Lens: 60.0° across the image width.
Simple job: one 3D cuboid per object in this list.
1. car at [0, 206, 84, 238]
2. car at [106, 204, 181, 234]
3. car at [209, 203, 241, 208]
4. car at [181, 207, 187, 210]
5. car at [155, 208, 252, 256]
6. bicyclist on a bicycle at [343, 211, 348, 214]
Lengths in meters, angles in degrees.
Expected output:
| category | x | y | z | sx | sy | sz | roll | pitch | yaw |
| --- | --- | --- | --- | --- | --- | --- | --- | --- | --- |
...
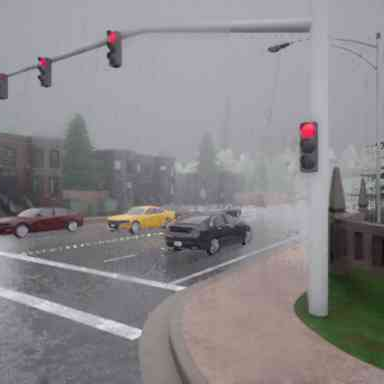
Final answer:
| category | x | y | z | sx | sy | sz | roll | pitch | yaw |
| --- | --- | --- | --- | --- | --- | --- | --- | --- | --- |
| car | -8.514 | 1.578 | 18.764 | 1.882 | 1.535 | 5.008 | 0 | -1 | 33 |
| car | -3.075 | 1.619 | 20.690 | 1.882 | 1.535 | 5.008 | 0 | 0 | 33 |
| car | 2.761 | 1.725 | 29.578 | 2.128 | 1.511 | 4.902 | 0 | 0 | 34 |
| car | -2.062 | 1.769 | 28.624 | 1.994 | 1.385 | 4.181 | 0 | -1 | 33 |
| car | 0.858 | 1.614 | 13.847 | 1.837 | 1.490 | 4.892 | -1 | -1 | 34 |
| bicyclist on a bicycle | 7.560 | 1.466 | 16.906 | 1.656 | 1.620 | 0.582 | 0 | -1 | 33 |
